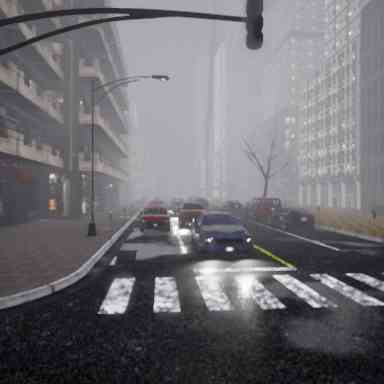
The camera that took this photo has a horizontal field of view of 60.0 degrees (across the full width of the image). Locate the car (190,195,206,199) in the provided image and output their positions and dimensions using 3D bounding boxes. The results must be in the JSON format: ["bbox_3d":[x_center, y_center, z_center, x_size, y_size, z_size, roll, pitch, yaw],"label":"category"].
[{"bbox_3d":[1.139,1.491,44.818,1.882,1.535,5.008,0,0,-5],"label":"car"}]

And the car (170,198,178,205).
[{"bbox_3d":[-0.926,1.604,33.750,1.895,1.301,4.718,0,0,-6],"label":"car"}]

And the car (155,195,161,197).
[{"bbox_3d":[-4.878,1.525,47.422,1.752,1.417,4.829,0,0,-6],"label":"car"}]

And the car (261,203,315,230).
[{"bbox_3d":[6.155,1.583,20.932,1.947,1.339,4.313,0,0,-6],"label":"car"}]

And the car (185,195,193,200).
[{"bbox_3d":[-0.890,1.610,92.384,2.008,1.369,4.403,0,0,-6],"label":"car"}]

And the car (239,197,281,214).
[{"bbox_3d":[5.615,1.332,26.429,2.192,1.841,5.009,0,0,-6],"label":"car"}]

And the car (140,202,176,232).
[{"bbox_3d":[-2.185,1.541,20.111,1.887,1.381,4.507,0,0,-6],"label":"car"}]

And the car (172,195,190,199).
[{"bbox_3d":[-1.906,1.497,44.104,2.128,1.511,4.902,0,0,-5],"label":"car"}]

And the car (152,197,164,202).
[{"bbox_3d":[-3.811,1.542,36.599,1.887,1.381,4.507,0,0,-6],"label":"car"}]

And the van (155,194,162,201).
[{"bbox_3d":[-8.688,1.373,86.066,1.690,1.788,3.998,0,0,-6],"label":"van"}]

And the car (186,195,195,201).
[{"bbox_3d":[-0.348,1.604,86.887,2.008,1.369,4.403,0,0,-6],"label":"car"}]

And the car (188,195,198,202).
[{"bbox_3d":[0.194,1.486,81.390,1.967,1.590,4.097,0,0,-6],"label":"car"}]

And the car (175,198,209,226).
[{"bbox_3d":[0.047,1.480,23.841,1.882,1.535,5.008,0,0,-6],"label":"car"}]

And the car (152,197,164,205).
[{"bbox_3d":[-5.980,1.570,58.584,1.947,1.339,4.313,0,0,-6],"label":"car"}]

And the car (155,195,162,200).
[{"bbox_3d":[-9.231,1.583,91.562,1.887,1.381,4.507,0,0,-6],"label":"car"}]

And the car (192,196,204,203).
[{"bbox_3d":[1.277,1.600,70.398,1.947,1.339,4.313,0,0,-6],"label":"car"}]

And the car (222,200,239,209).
[{"bbox_3d":[4.529,1.584,37.420,1.947,1.339,4.313,0,0,-6],"label":"car"}]

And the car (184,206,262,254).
[{"bbox_3d":[1.023,1.552,13.915,2.033,1.411,5.357,0,0,-6],"label":"car"}]
